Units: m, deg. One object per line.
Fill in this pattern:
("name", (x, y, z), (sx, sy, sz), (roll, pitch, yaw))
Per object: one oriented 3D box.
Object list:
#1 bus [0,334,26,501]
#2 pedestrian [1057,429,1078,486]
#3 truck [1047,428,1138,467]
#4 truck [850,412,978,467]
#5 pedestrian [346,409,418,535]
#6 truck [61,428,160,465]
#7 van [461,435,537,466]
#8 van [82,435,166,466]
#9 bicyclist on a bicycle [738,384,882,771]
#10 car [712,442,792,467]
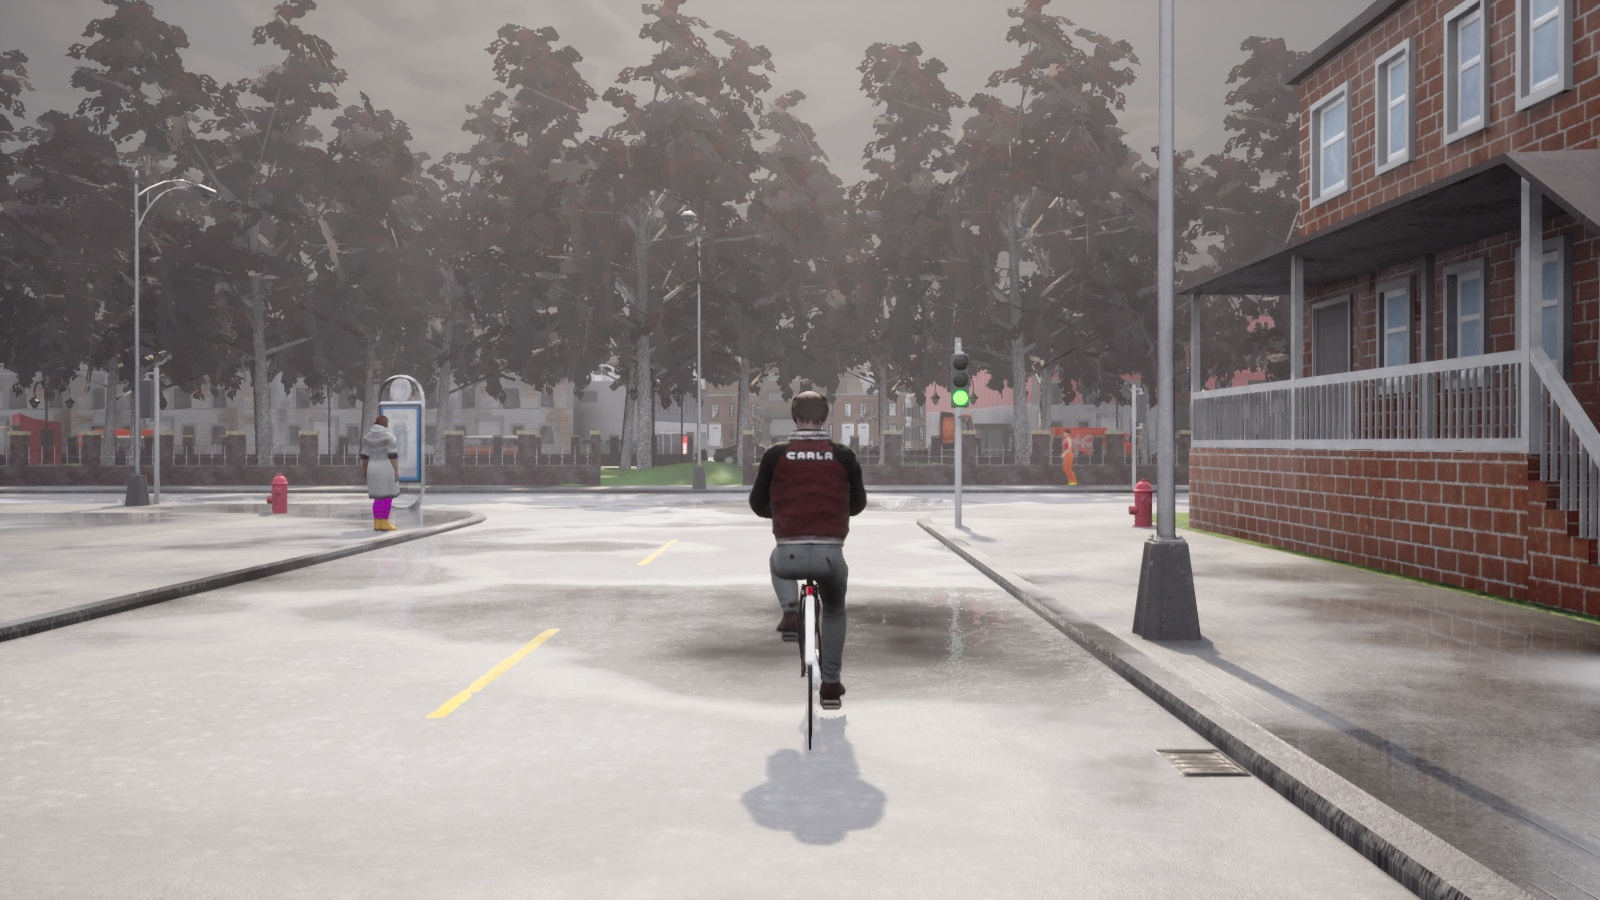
("bus", (-25.580, -0.827, 31.244), (10.273, 4.253, 3.944), (0, 0, 1))
("pedestrian", (8.623, 0.234, 40.439), (0.594, 1.836, 0.345), (0, 0, 0))
("truck", (18.654, -0.179, 80.329), (5.204, 2.467, 2.627), (0, 0, 0))
("truck", (7.244, -0.684, 80.379), (7.936, 3.462, 2.891), (0, 0, 0))
("pedestrian", (-6.634, 0.338, 19.954), (0.659, 1.952, 0.873), (0, 0, 28))
("truck", (-46.380, -0.256, 84.588), (5.204, 2.467, 2.627), (0, 0, 0))
("van", (-19.256, 0.028, 80.499), (4.442, 1.987, 1.775), (0, 0, 0))
("van", (-43.355, 0.008, 80.580), (4.442, 1.987, 1.775), (0, 0, 0))
("bicyclist on a bicycle", (0.051, 0.579, 6.689), (0.659, 1.776, 1.843), (0, 0, 0))
("car", (-3.029, 0.267, 80.433), (5.008, 1.535, 1.882), (0, 0, 0))
